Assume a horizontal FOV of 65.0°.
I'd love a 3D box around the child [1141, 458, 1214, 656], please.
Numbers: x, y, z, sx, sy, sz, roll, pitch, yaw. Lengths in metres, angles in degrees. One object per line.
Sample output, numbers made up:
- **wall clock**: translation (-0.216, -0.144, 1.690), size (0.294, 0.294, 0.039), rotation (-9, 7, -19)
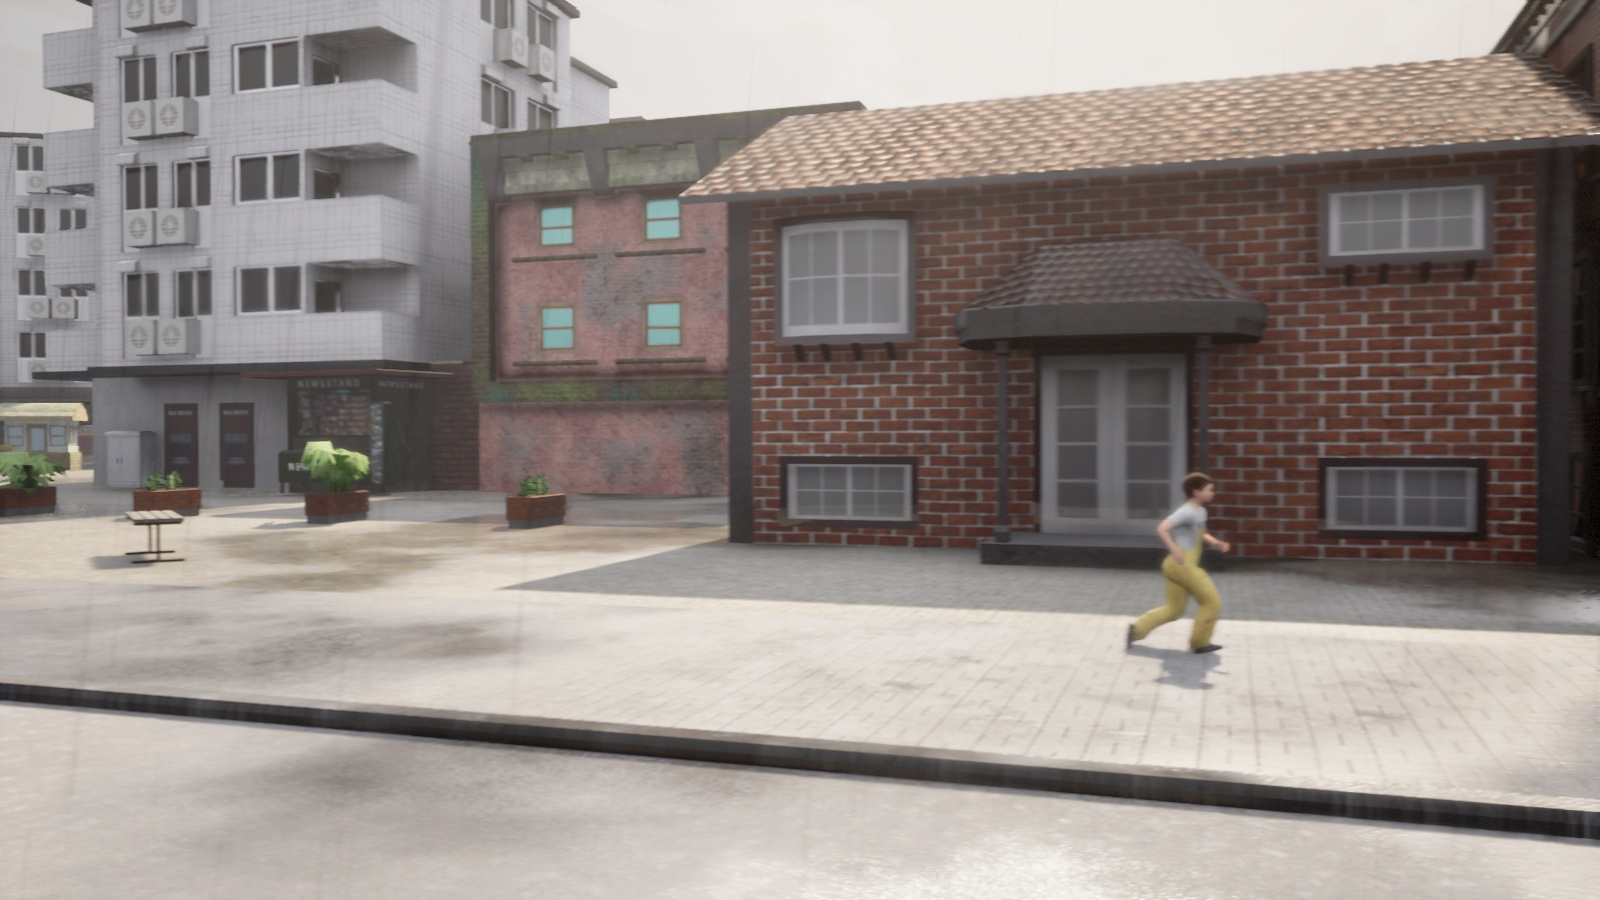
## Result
- **child**: translation (2.471, 0.692, 8.241), size (0.437, 1.263, 0.270), rotation (0, 1, 13)
